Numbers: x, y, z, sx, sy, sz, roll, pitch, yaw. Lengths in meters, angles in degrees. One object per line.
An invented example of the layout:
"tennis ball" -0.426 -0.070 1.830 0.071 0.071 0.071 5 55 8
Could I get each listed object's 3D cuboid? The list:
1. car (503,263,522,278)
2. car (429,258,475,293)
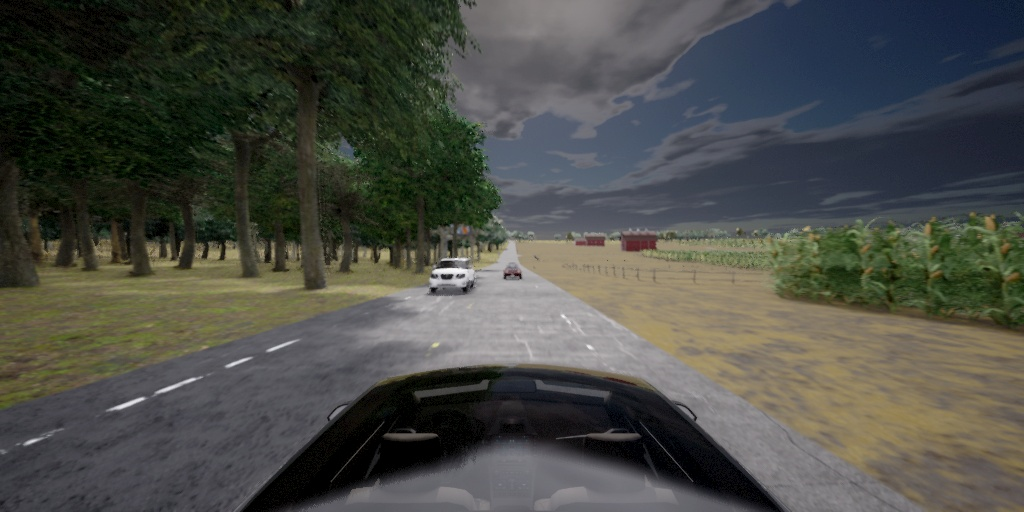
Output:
"car" 0.070 1.651 37.951 1.895 1.301 4.718 0 -1 0
"car" -3.611 1.127 22.562 2.150 2.045 5.566 0 0 0
